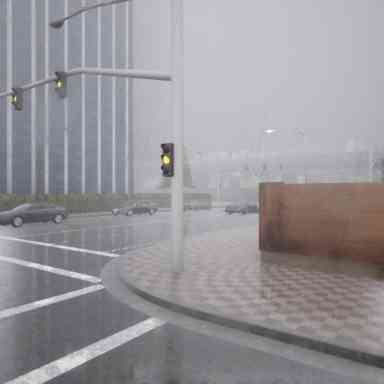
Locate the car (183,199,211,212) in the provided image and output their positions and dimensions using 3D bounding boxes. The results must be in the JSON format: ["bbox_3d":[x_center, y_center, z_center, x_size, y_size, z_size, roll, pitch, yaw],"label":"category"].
[{"bbox_3d":[0.519,1.563,39.040,1.994,1.385,4.181,0,0,35],"label":"car"}]

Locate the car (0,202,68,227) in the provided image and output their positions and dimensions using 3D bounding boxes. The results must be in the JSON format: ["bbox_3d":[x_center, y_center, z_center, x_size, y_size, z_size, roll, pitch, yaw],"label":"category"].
[{"bbox_3d":[-10.967,1.504,22.907,1.837,1.490,4.892,0,0,35],"label":"car"}]

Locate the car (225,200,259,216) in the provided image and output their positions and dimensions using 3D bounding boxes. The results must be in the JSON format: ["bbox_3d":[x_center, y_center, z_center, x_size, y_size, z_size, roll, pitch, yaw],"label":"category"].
[{"bbox_3d":[5.230,1.546,33.275,2.033,1.411,5.357,0,0,35],"label":"car"}]

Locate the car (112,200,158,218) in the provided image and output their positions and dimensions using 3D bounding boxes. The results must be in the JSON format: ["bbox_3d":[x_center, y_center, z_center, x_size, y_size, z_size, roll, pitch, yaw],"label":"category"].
[{"bbox_3d":[-5.258,1.490,30.936,2.128,1.511,4.902,0,0,35],"label":"car"}]
